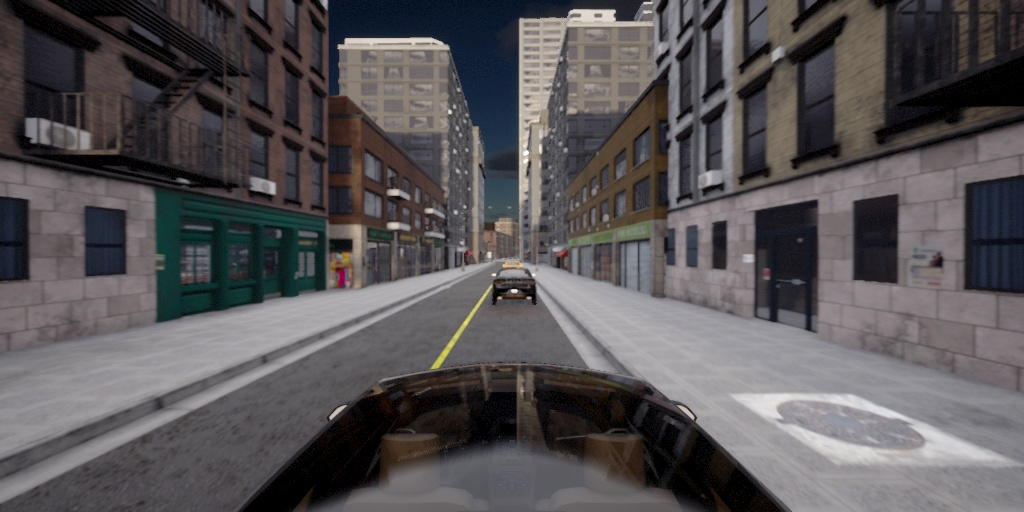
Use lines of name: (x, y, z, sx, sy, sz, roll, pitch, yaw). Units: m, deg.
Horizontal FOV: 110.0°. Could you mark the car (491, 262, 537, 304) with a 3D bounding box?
car: (0.095, 1.233, 16.549, 1.882, 1.535, 5.008, 0, 0, 0)
